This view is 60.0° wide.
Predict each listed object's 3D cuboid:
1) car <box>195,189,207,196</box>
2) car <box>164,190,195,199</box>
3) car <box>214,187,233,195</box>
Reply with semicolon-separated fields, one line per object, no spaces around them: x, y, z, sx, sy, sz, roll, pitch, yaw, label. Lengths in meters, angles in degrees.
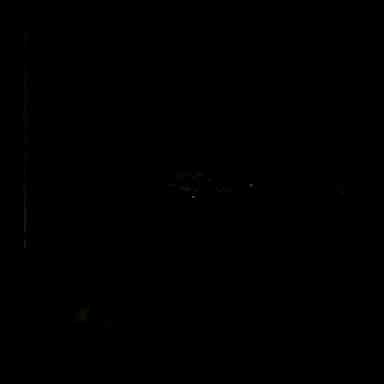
1.214;0.121;64.391;1.812;1.442;4.674;-1;1;35;car
-2.318;0.355;54.639;2.033;1.411;5.357;-1;1;35;car
6.326;-0.215;66.856;2.097;1.767;4.553;-1;1;35;car
